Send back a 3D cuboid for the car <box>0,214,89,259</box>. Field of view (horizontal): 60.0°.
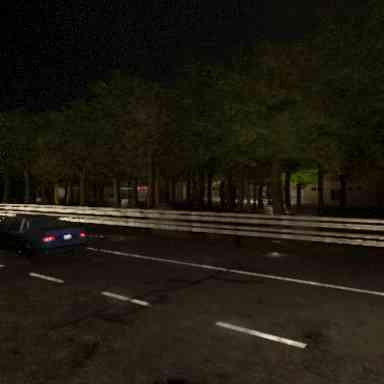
[{"bbox_3d":[-6.215,1.554,12.598,5.357,1.411,2.033,0,0,36],"label":"car"}]
